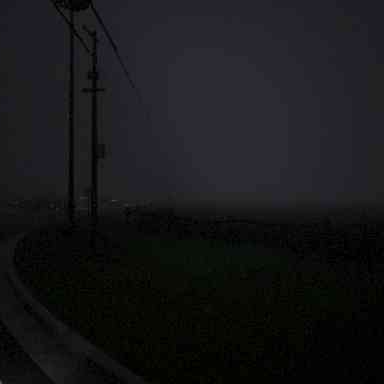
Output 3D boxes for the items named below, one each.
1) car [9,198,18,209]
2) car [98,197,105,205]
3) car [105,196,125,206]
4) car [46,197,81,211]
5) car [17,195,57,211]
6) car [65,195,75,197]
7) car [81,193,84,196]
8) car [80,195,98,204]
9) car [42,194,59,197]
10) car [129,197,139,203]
[{"bbox_3d":[-22.809,1.546,45.048,2.128,1.511,4.902,0,0,0],"label":"car"},{"bbox_3d":[-16.003,1.591,63.874,1.882,1.535,5.008,0,0,0],"label":"car"},{"bbox_3d":[-12.366,1.593,55.217,2.128,1.511,4.902,0,0,0],"label":"car"},{"bbox_3d":[-15.788,1.662,41.233,1.895,1.301,4.718,0,0,0],"label":"car"},{"bbox_3d":[-19.291,1.547,41.752,2.128,1.511,4.902,0,0,0],"label":"car"},{"bbox_3d":[-26.565,1.469,72.946,2.128,1.511,4.902,0,0,0],"label":"car"},{"bbox_3d":[-23.068,1.346,73.686,2.150,2.045,5.566,0,0,0],"label":"car"},{"bbox_3d":[-19.506,1.708,64.298,1.895,1.301,4.718,0,0,0],"label":"car"},{"bbox_3d":[-26.506,1.310,62.556,2.150,2.045,5.566,0,0,0],"label":"car"},{"bbox_3d":[-12.565,1.738,73.043,1.895,1.301,4.718,0,0,0],"label":"car"}]
